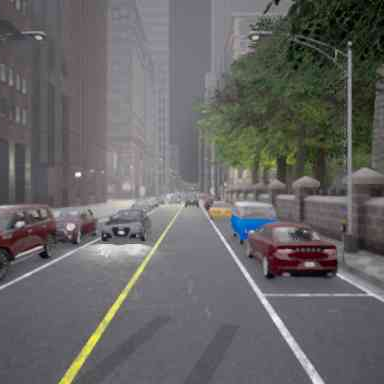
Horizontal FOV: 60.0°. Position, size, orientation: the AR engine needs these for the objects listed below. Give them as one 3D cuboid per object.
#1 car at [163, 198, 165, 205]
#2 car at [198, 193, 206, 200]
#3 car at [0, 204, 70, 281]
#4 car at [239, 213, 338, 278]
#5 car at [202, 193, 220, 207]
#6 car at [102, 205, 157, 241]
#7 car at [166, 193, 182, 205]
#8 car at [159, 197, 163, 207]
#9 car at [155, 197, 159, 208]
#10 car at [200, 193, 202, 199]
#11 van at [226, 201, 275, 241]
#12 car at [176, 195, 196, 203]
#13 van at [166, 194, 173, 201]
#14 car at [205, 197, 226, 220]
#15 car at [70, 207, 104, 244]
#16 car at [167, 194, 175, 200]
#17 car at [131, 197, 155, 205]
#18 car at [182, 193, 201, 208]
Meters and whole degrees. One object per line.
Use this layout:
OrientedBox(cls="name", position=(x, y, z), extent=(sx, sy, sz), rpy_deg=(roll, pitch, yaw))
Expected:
OrientedBox(cls="car", position=(-5.778, 1.557, 59.729), extent=(1.947, 1.339, 4.313), rpy_deg=(0, 0, 0))
OrientedBox(cls="car", position=(2.738, 1.278, 91.839), extent=(2.192, 1.841, 5.009), rpy_deg=(0, 0, 0))
OrientedBox(cls="car", position=(-5.766, 1.333, 10.012), extent=(2.192, 1.841, 5.009), rpy_deg=(0, 0, 0))
OrientedBox(cls="car", position=(2.760, 1.563, 10.024), extent=(1.887, 1.381, 4.507), rpy_deg=(0, 0, 0))
OrientedBox(cls="car", position=(2.752, 1.330, 43.170), extent=(2.192, 1.841, 5.009), rpy_deg=(0, 0, 0))
OrientedBox(cls="car", position=(-3.104, 1.585, 16.538), extent=(1.994, 1.385, 4.181), rpy_deg=(0, 0, 0))
OrientedBox(cls="car", position=(-3.051, 1.345, 59.131), extent=(2.097, 1.767, 4.553), rpy_deg=(0, 0, 1))
OrientedBox(cls="car", position=(-5.775, 1.448, 48.682), extent=(1.967, 1.590, 4.097), rpy_deg=(0, 0, 0))
OrientedBox(cls="car", position=(-5.774, 1.539, 42.987), extent=(1.752, 1.417, 4.829), rpy_deg=(0, 0, 0))
OrientedBox(cls="car", position=(2.751, 1.323, 48.694), extent=(2.192, 1.841, 5.009), rpy_deg=(0, 0, 0))
OrientedBox(cls="van", position=(2.759, 1.362, 15.548), extent=(1.690, 1.788, 3.998), rpy_deg=(0, 0, 0))
OrientedBox(cls="car", position=(-1.114, 1.396, 69.296), extent=(2.128, 1.511, 4.902), rpy_deg=(0, 0, 26))
OrientedBox(cls="van", position=(-5.785, 1.305, 86.387), extent=(1.690, 1.788, 3.998), rpy_deg=(0, 0, 0))
OrientedBox(cls="car", position=(2.342, 1.479, 28.059), extent=(1.801, 1.575, 5.366), rpy_deg=(0, 0, 0))
OrientedBox(cls="car", position=(-5.767, 1.461, 15.535), extent=(1.967, 1.590, 4.097), rpy_deg=(0, 0, 0))
OrientedBox(cls="car", position=(-5.787, 1.402, 91.827), extent=(1.967, 1.590, 4.097), rpy_deg=(0, 0, 0))
OrientedBox(cls="car", position=(-5.773, 1.569, 37.633), extent=(2.008, 1.369, 4.403), rpy_deg=(0, 0, 0))
OrientedBox(cls="car", position=(-0.001, 1.359, 49.202), extent=(2.097, 1.767, 4.553), rpy_deg=(0, 0, 0))
